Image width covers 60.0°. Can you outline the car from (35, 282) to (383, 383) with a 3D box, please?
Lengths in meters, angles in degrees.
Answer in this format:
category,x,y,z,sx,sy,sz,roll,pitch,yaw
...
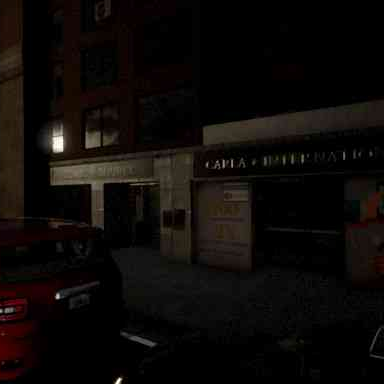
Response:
category,x,y,z,sx,sy,sz,roll,pitch,yaw
car,1.248,1.551,1.965,4.403,1.369,2.008,0,-1,35

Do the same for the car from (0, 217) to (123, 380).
category,x,y,z,sx,sy,sz,roll,pitch,yaw
car,-3.214,1.318,5.148,5.009,1.841,2.192,0,-1,35
